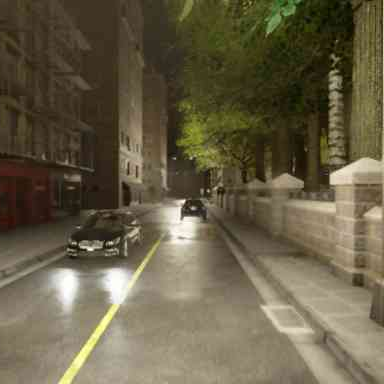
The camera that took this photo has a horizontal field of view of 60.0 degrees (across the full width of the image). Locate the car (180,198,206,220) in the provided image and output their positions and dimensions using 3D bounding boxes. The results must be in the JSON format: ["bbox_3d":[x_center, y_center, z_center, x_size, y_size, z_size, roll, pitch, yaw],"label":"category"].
[{"bbox_3d":[0.101,1.342,28.067,2.097,1.767,4.553,0,0,0],"label":"car"}]

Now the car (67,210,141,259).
[{"bbox_3d":[-3.099,1.501,12.579,1.837,1.490,4.892,0,0,0],"label":"car"}]

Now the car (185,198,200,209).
[{"bbox_3d":[0.101,1.547,45.539,1.994,1.385,4.181,0,0,0],"label":"car"}]
